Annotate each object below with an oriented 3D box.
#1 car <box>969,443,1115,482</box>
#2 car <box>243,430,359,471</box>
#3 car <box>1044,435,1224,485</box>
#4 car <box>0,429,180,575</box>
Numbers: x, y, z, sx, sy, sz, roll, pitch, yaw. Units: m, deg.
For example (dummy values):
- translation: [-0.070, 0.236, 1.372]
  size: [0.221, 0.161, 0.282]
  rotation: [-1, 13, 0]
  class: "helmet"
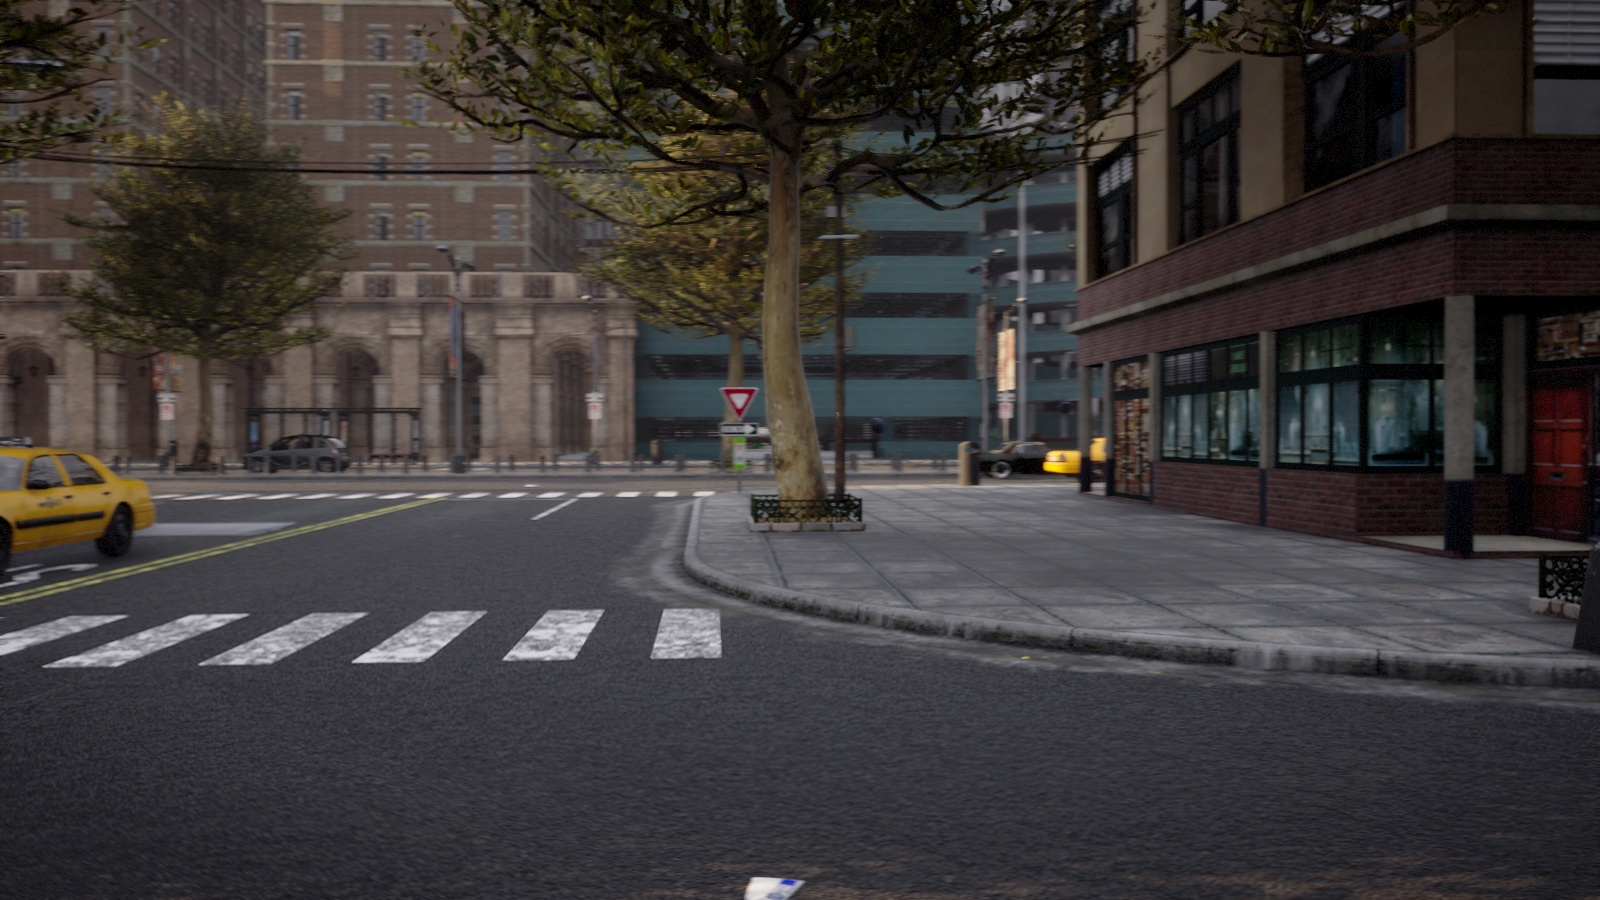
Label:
- translation: [8.483, 0.423, 44.299]
  size: [4.718, 1.301, 1.895]
  rotation: [0, 1, -3]
  class: "car"
- translation: [-20.154, 0.002, 50.873]
  size: [3.988, 1.617, 1.851]
  rotation: [0, 1, -3]
  class: "car"
- translation: [10.817, 0.315, 40.930]
  size: [5.366, 1.575, 1.801]
  rotation: [0, 1, -2]
  class: "car"
- translation: [-9.603, 0.533, 15.252]
  size: [1.801, 1.575, 5.366]
  rotation: [0, 1, -4]
  class: "car"
